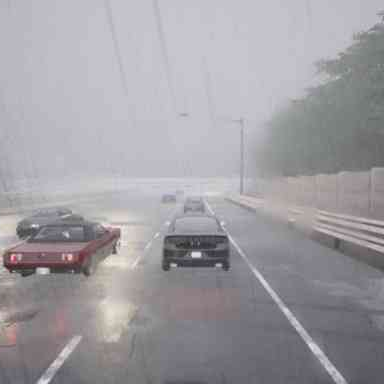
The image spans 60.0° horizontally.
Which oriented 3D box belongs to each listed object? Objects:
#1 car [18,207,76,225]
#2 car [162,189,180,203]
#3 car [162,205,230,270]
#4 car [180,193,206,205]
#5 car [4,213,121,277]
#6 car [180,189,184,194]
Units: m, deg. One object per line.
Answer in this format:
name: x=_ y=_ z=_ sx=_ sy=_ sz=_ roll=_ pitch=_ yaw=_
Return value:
car: x=-6.871 y=1.431 z=16.554 sx=1.994 sy=1.385 sz=4.181 roll=0 pitch=1 yaw=0
car: x=-3.259 y=0.712 z=48.945 sx=1.882 sy=1.535 sz=5.008 roll=0 pitch=1 yaw=1
car: x=0.113 y=1.412 z=10.887 sx=1.882 sy=1.535 sz=5.008 roll=0 pitch=1 yaw=0
car: x=0.192 y=1.116 z=30.128 sx=2.128 sy=1.511 sz=4.902 roll=0 pitch=1 yaw=0
car: x=-3.491 y=1.544 z=10.048 sx=1.895 sy=1.301 sz=4.718 roll=0 pitch=1 yaw=0
car: x=-2.967 y=-0.021 z=78.316 sx=2.097 sy=1.767 sz=4.553 roll=0 pitch=1 yaw=0
